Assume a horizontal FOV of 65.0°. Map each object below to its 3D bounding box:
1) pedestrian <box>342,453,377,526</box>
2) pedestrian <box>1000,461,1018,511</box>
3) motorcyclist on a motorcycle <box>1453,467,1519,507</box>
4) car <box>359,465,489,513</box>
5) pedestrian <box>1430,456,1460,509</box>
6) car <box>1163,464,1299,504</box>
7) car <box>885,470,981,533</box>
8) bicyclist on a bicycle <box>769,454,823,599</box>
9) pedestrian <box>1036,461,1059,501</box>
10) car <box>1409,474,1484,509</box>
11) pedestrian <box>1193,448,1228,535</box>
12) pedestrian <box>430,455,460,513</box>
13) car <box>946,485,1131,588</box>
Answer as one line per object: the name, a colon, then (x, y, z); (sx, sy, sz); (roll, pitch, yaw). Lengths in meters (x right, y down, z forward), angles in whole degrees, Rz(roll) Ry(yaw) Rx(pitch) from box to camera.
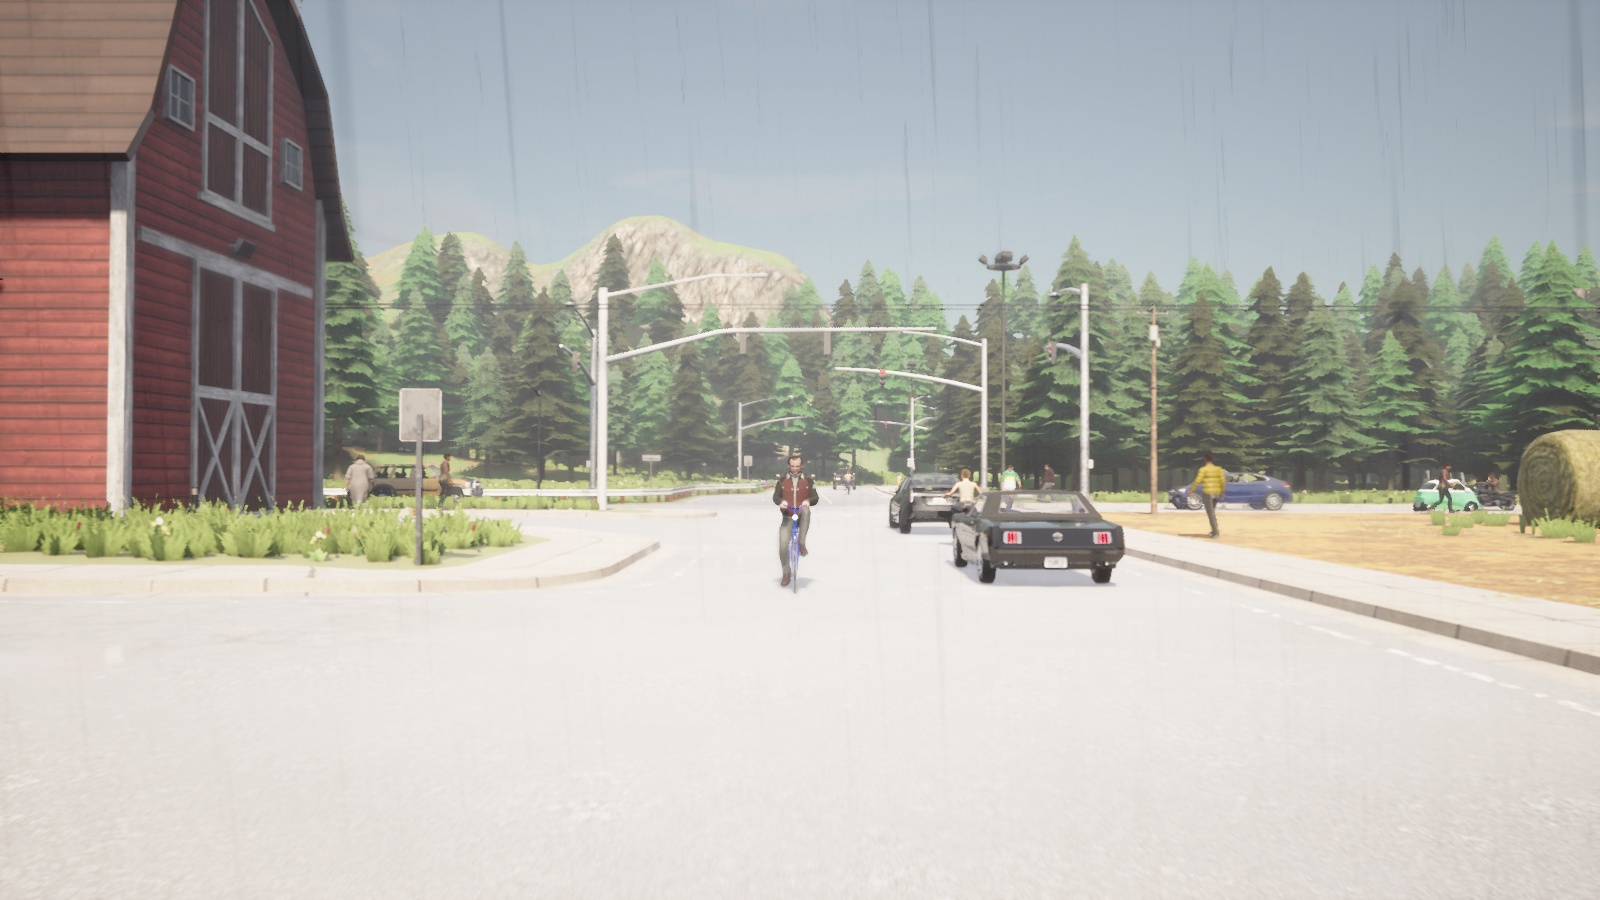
pedestrian: (-11.910, 1.072, 33.972); (0.659, 1.952, 0.873); (0, -1, -1)
pedestrian: (8.259, 1.423, 49.561); (0.659, 1.952, 0.873); (0, -1, 8)
motorcyclist on a motorcycle: (29.135, 1.567, 53.319); (2.350, 1.649, 0.766); (0, -1, 1)
car: (-15.069, 1.561, 50.479); (4.605, 1.855, 1.932); (0, -1, 1)
pedestrian: (22.180, 1.105, 43.205); (0.869, 1.805, 0.328); (-1, -1, 33)
car: (18.292, 1.441, 53.483); (5.027, 1.651, 2.152); (0, -1, 1)
car: (3.395, 1.292, 32.782); (2.007, 1.525, 4.514); (0, -1, 0)
bicyclist on a bicycle: (-0.054, 0.956, 16.320); (0.659, 1.776, 1.843); (0, -1, 0)
pedestrian: (11.370, 1.414, 57.626); (0.899, 1.844, 0.634); (0, -1, -4)
car: (25.653, 1.629, 49.867); (2.207, 1.376, 1.481); (0, -1, 1)
pedestrian: (8.787, 0.885, 26.900); (0.431, 1.840, 0.709); (0, -1, -10)
pedestrian: (-11.048, 1.052, 39.088); (0.869, 1.805, 0.328); (0, -1, -29)
car: (3.437, 1.219, 19.001); (1.895, 1.301, 4.718); (0, -1, 0)
